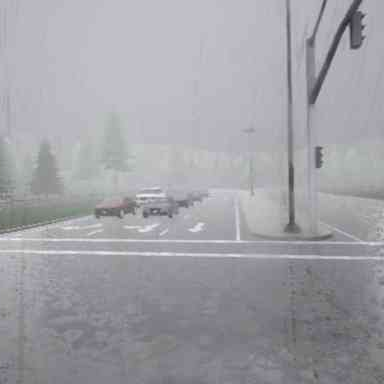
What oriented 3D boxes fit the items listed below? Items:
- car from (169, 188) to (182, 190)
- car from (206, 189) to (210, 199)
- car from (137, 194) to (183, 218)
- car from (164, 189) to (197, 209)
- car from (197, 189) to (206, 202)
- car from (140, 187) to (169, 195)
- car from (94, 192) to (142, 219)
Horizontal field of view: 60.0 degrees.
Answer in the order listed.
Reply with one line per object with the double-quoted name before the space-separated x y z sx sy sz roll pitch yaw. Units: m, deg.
"car" -3.078 0.450 44.470 2.097 1.767 4.553 -1 1 8
"car" 1.801 0.275 54.453 1.837 1.490 4.892 -1 1 8
"car" -2.193 1.080 24.183 1.994 1.385 4.181 -1 1 8
"car" -1.033 0.776 33.004 1.882 1.535 5.008 -1 1 7
"car" 0.247 0.619 42.895 1.994 1.385 4.181 -1 1 7
"car" -4.335 0.558 34.759 2.150 2.045 5.566 -1 1 7
"car" -5.602 1.057 24.906 1.882 1.535 5.008 -1 1 7
